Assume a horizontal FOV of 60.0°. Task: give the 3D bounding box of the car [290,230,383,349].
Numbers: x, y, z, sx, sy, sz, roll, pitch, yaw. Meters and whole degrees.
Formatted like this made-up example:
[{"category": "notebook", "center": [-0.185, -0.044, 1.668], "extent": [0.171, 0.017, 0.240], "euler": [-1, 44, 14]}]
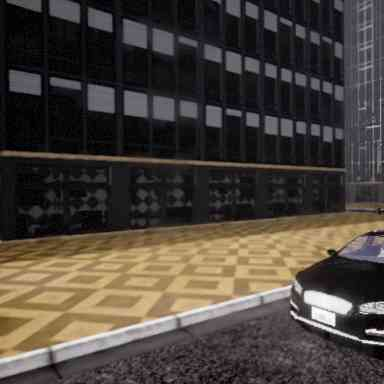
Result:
[{"category": "car", "center": [3.847, 1.491, 6.120], "extent": [4.902, 1.511, 2.128], "euler": [0, 0, -35]}]
